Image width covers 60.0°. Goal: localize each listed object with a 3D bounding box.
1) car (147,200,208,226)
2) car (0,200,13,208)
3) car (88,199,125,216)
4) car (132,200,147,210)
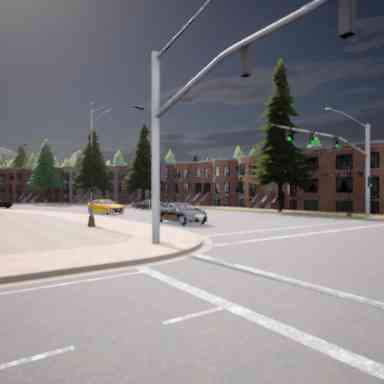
[{"bbox_3d":[-0.881,1.483,23.421,2.128,1.511,4.902,0,0,-36],"label":"car"},{"bbox_3d":[-26.625,1.597,44.823,4.718,1.301,1.895,0,0,16],"label":"car"},{"bbox_3d":[-8.659,1.469,33.403,1.882,1.535,5.008,0,0,-44],"label":"car"},{"bbox_3d":[-5.193,1.588,40.158,4.718,1.301,1.895,0,0,45],"label":"car"}]
